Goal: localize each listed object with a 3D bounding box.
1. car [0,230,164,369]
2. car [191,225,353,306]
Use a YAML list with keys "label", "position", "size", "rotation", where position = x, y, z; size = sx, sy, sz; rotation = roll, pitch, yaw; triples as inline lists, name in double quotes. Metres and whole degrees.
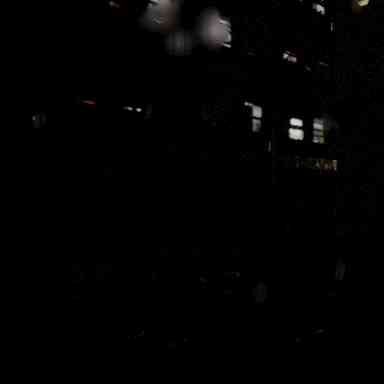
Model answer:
- label: "car"
  position: [-2.535, 1.439, 4.750]
  size: [4.097, 1.590, 1.967]
  rotation: [0, 0, -35]
- label: "car"
  position: [2.058, 1.530, 8.018]
  size: [4.507, 1.381, 1.887]
  rotation: [0, 0, -35]
